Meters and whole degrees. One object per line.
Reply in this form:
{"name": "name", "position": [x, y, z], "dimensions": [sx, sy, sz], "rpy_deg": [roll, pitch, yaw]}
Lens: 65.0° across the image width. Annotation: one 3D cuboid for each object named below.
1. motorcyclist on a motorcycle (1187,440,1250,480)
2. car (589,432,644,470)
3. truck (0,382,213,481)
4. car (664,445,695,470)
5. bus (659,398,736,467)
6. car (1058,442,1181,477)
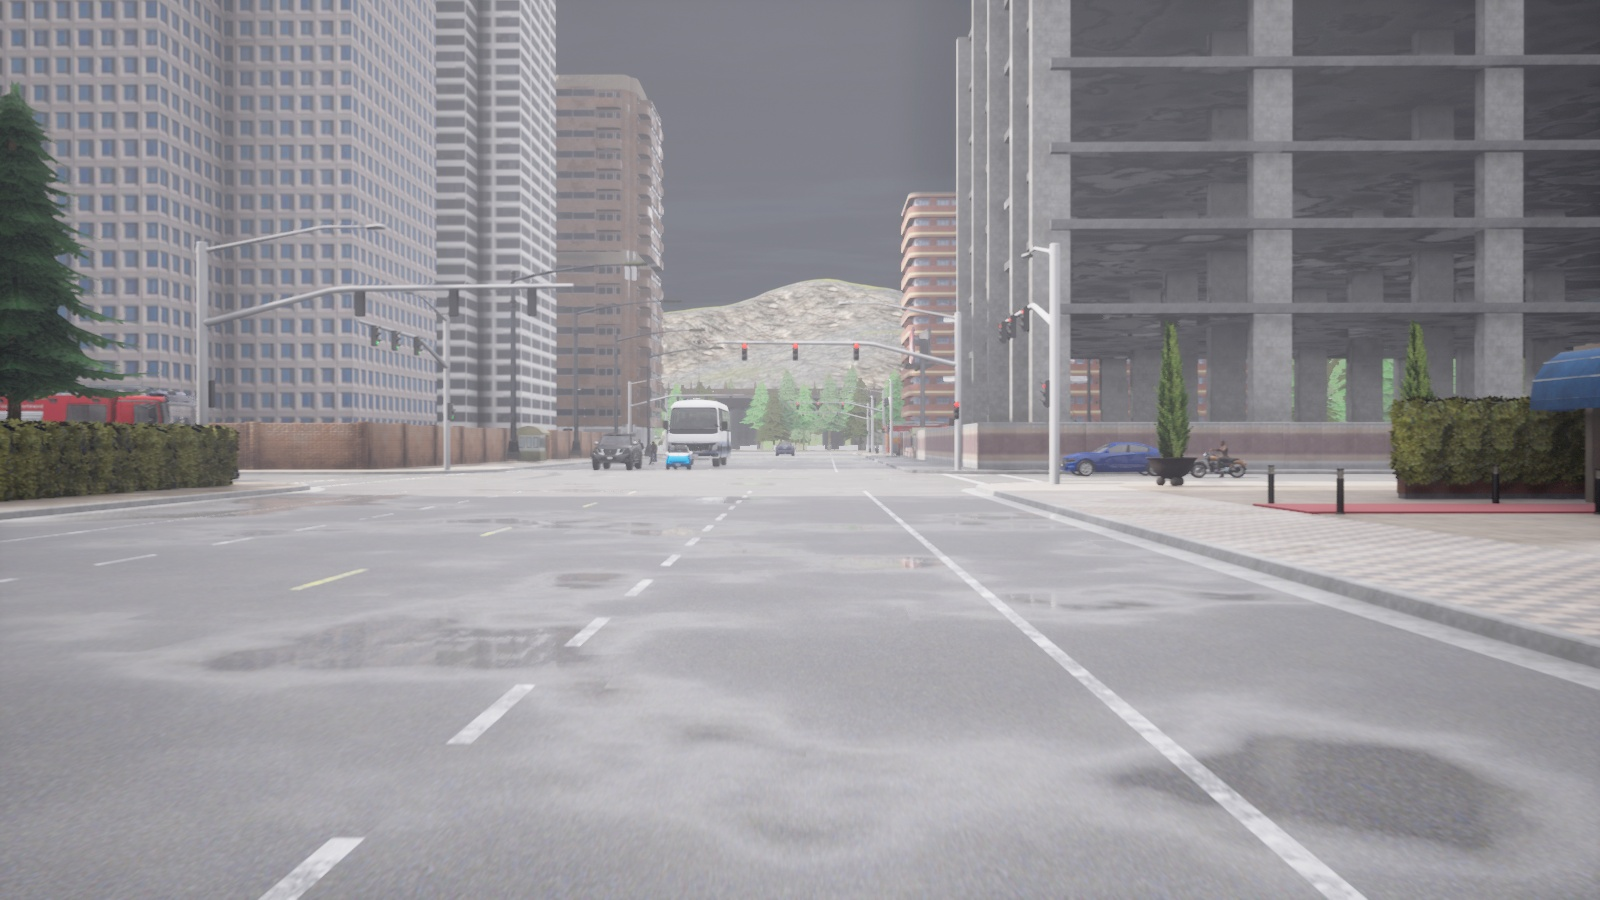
{"name": "motorcyclist on a motorcycle", "position": [17.516, 0.415, 52.581], "dimensions": [2.350, 1.649, 0.766], "rpy_deg": [0, 0, 1]}
{"name": "car", "position": [-10.244, 0.059, 70.648], "dimensions": [2.150, 2.045, 5.566], "rpy_deg": [0, 0, 1]}
{"name": "truck", "position": [-28.100, -0.720, 49.633], "dimensions": [8.468, 3.827, 2.891], "rpy_deg": [0, 0, 1]}
{"name": "car", "position": [-6.748, 0.399, 70.477], "dimensions": [1.481, 1.376, 2.207], "rpy_deg": [0, 0, 1]}
{"name": "bus", "position": [-6.509, -1.096, 81.788], "dimensions": [3.944, 4.253, 10.273], "rpy_deg": [0, 0, 1]}
{"name": "car", "position": [14.224, 0.419, 56.121], "dimensions": [5.008, 1.535, 1.882], "rpy_deg": [0, 0, 1]}
